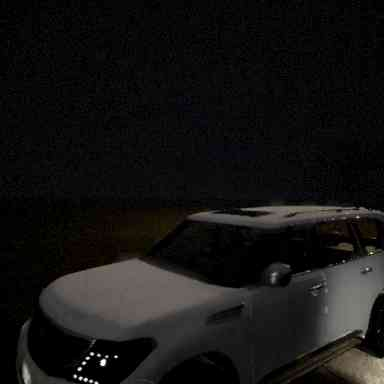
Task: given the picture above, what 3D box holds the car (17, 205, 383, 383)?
[{"bbox_3d":[0.811,1.241,4.494,5.566,2.045,2.150,0,0,-36],"label":"car"}]
